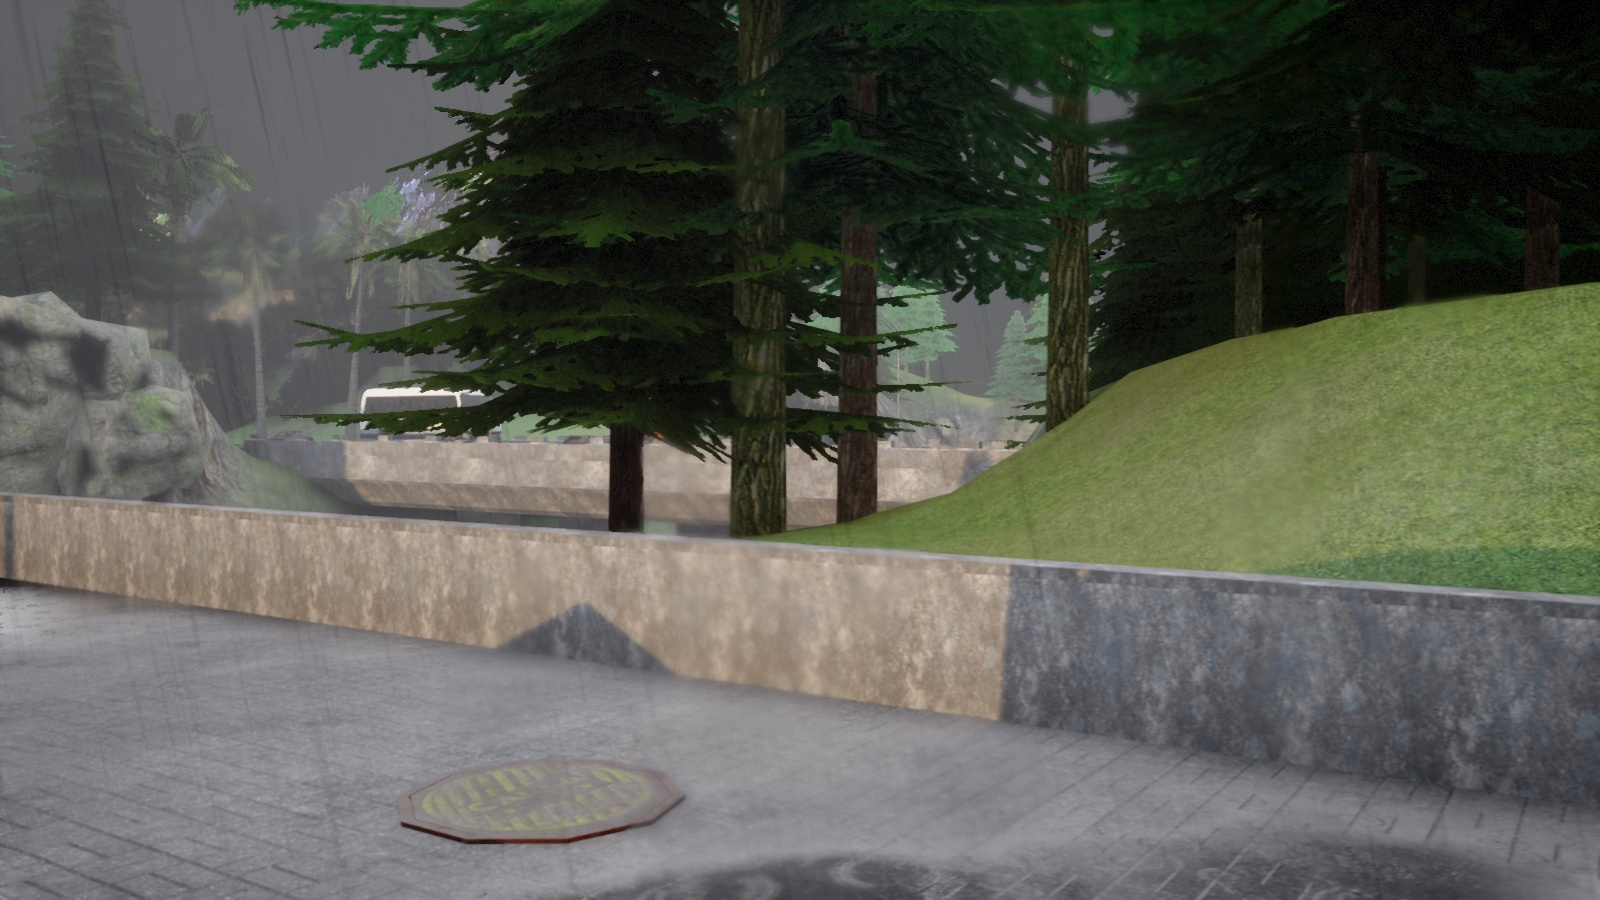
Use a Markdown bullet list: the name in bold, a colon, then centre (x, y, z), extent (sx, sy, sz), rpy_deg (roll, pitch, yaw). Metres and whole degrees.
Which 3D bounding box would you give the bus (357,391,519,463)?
- **bus**: centre (-22.762, -1.378, 78.712), extent (10.273, 4.253, 3.944), rpy_deg (0, 1, 34)

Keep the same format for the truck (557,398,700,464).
- **truck**: centre (-9.634, -1.018, 70.021), extent (7.936, 3.462, 2.891), rpy_deg (0, 1, 34)
